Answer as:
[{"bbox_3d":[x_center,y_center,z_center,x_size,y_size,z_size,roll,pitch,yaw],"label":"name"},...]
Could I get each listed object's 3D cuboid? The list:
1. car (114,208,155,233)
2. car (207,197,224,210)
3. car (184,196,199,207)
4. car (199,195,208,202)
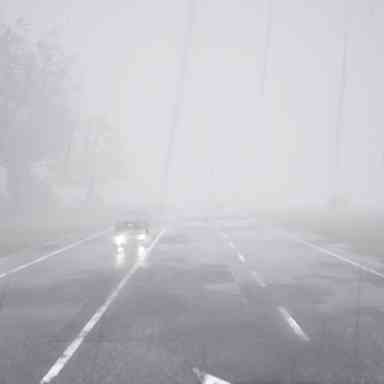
[{"bbox_3d":[-3.477,1.699,20.733,1.994,1.385,4.181,0,0,0],"label":"car"},{"bbox_3d":[3.504,1.777,47.296,1.882,1.535,5.008,0,0,0],"label":"car"},{"bbox_3d":[-0.265,1.883,59.219,1.837,1.490,4.892,0,0,4],"label":"car"},{"bbox_3d":[3.507,1.833,95.285,2.150,2.045,5.566,0,0,0],"label":"car"}]
